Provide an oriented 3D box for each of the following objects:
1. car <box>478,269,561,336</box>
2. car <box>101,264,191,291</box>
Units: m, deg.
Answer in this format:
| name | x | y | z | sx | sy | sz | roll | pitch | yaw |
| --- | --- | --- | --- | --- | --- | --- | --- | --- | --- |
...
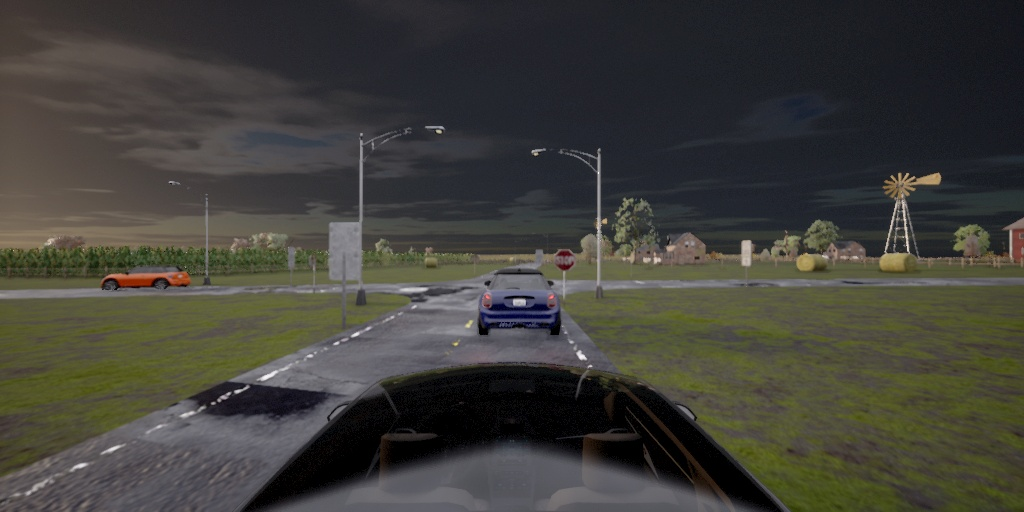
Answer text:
| name | x | y | z | sx | sy | sz | roll | pitch | yaw |
| --- | --- | --- | --- | --- | --- | --- | --- | --- | --- |
| car | 0.209 | 1.160 | 10.808 | 2.097 | 1.767 | 4.553 | 0 | 0 | 1 |
| car | -25.641 | 1.472 | 25.201 | 4.553 | 1.767 | 2.097 | 0 | 0 | -7 |
